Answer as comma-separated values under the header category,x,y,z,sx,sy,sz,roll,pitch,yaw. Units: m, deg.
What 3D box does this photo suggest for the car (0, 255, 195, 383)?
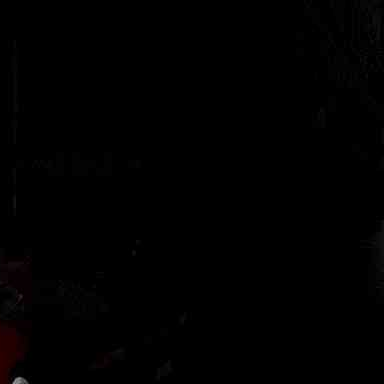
category,x,y,z,sx,sy,sz,roll,pitch,yaw
car,-2.079,1.541,4.434,4.507,1.381,1.887,0,1,36

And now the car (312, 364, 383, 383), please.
category,x,y,z,sx,sy,sz,roll,pitch,yaw
car,2.402,1.563,1.237,4.313,1.339,1.947,0,1,36
